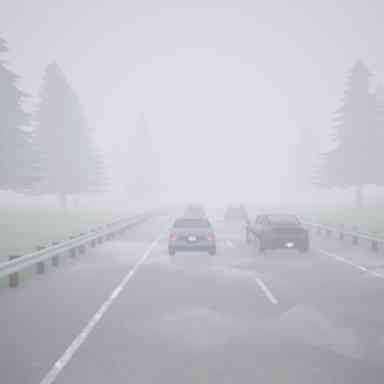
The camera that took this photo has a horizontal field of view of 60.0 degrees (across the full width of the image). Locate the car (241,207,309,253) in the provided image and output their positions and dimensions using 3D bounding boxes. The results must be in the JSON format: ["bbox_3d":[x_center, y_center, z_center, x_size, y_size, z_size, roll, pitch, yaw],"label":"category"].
[{"bbox_3d":[3.507,1.645,14.304,1.837,1.490,4.892,0,0,0],"label":"car"}]

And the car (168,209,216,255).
[{"bbox_3d":[0.003,1.682,13.989,2.033,1.411,5.357,0,-1,0],"label":"car"}]

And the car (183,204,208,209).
[{"bbox_3d":[0.299,1.787,29.233,1.837,1.490,4.892,0,0,3],"label":"car"}]

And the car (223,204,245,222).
[{"bbox_3d":[3.795,1.770,29.061,2.128,1.511,4.902,0,0,3],"label":"car"}]
